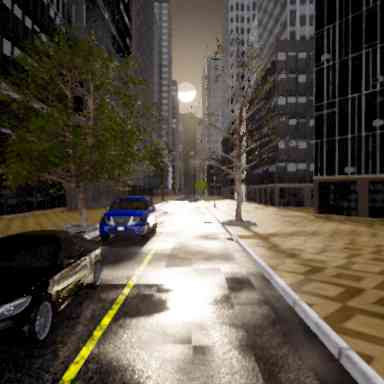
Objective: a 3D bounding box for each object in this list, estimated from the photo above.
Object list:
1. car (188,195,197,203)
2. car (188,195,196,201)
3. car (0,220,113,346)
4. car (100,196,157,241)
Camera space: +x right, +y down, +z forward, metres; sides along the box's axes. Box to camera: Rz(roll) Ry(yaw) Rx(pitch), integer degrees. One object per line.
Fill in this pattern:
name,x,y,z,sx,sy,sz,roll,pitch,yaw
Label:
car,0.097,1.562,75.116,1.882,1.535,5.008,0,0,0
car,0.111,1.563,85.562,1.994,1.385,4.181,0,0,0
car,-3.087,1.524,6.491,1.812,1.442,4.674,0,0,0
car,-3.068,1.225,17.149,2.150,2.045,5.566,0,0,0
